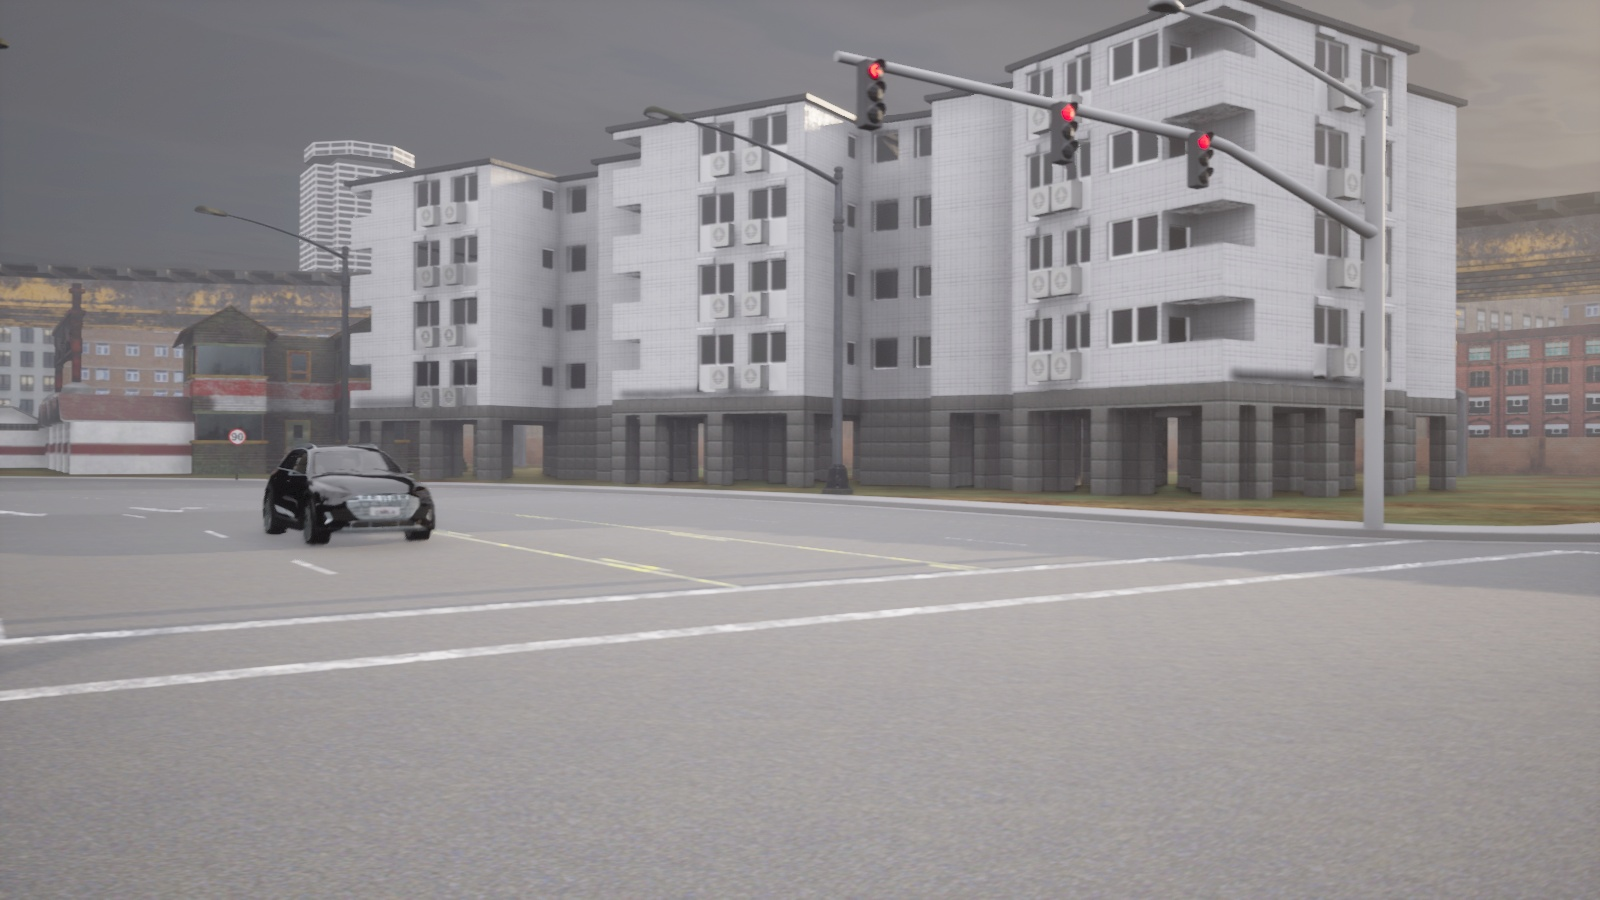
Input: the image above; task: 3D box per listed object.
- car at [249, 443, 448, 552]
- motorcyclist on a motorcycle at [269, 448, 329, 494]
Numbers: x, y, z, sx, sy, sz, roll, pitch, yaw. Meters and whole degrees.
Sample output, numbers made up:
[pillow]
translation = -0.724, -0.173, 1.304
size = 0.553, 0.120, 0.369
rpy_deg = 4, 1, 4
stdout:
[car]
translation = -7.861, 0.717, 21.556
size = 2.033, 1.649, 4.856
rpy_deg = 0, 0, -35
[motorcyclist on a motorcycle]
translation = -18.369, 0.753, 46.053
size = 2.350, 1.649, 0.766
rpy_deg = 0, 0, 31
